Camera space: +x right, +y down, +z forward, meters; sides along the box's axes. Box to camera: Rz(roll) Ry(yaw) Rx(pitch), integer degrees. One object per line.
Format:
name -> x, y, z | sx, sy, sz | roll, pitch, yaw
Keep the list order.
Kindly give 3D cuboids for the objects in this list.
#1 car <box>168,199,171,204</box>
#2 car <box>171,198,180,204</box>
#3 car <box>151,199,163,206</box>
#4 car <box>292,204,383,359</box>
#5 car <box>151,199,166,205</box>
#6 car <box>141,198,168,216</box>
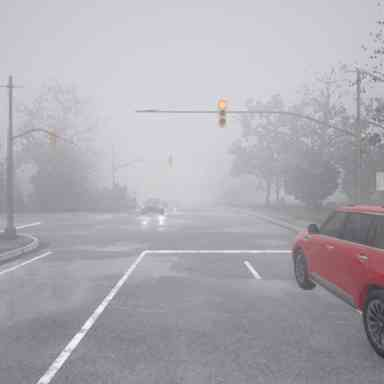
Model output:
car -> -4.628, 1.727, 50.124 | 1.994, 1.385, 4.181 | 0, -1, -5
car -> -4.644, 2.313, 83.177 | 1.882, 1.535, 5.008 | 0, -1, -22
car -> -7.178, 2.132, 67.667 | 1.895, 1.301, 4.718 | 0, -1, -12
car -> 3.590, 1.221, 6.053 | 2.150, 2.045, 5.566 | 0, 0, 0
car -> -8.353, 2.402, 83.038 | 2.033, 1.411, 5.357 | 0, -1, -25
car -> -3.776, 1.356, 32.947 | 2.097, 1.767, 4.553 | 0, 0, -1
